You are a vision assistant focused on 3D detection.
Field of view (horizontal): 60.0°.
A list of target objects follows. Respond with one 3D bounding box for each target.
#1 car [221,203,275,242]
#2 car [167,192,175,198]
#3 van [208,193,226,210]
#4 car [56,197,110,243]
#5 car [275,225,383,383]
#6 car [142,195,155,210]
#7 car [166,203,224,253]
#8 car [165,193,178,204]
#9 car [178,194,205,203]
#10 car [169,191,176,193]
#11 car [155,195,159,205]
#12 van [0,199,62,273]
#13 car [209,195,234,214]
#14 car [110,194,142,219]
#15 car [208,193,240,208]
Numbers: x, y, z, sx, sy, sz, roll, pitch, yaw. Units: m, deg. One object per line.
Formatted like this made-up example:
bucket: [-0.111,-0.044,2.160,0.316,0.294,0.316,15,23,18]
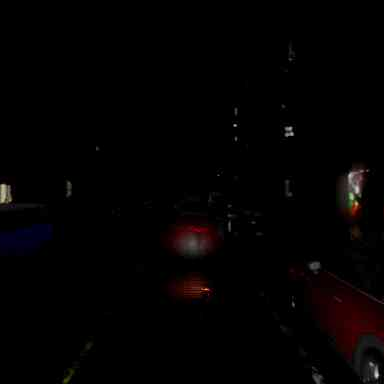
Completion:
car: [2.705,1.419,15.478,2.008,1.369,4.403,1,0,0]
car: [-5.669,0.759,91.564,1.887,1.381,4.507,1,0,0]
van: [2.711,1.024,37.105,1.690,1.788,3.998,1,0,0]
car: [-5.670,1.183,15.484,2.192,1.841,5.009,1,0,0]
car: [2.706,1.400,4.664,1.967,1.590,4.097,1,0,0]
car: [-5.671,1.123,37.114,1.967,1.590,4.097,1,0,0]
car: [0.048,1.394,13.131,1.837,1.490,4.892,0,1,1]
car: [-3.036,1.161,51.525,1.895,1.301,4.718,0,0,1]
car: [0.057,1.227,29.362,1.882,1.535,5.008,0,1,0]
car: [-5.745,0.808,85.883,1.887,1.381,4.507,1,0,0]
car: [-5.673,1.141,47.928,2.008,1.369,4.403,1,0,0]
van: [-5.671,1.255,10.078,1.690,1.788,3.998,1,0,0]
car: [2.708,1.170,31.698,1.967,1.590,4.097,1,0,0]
car: [-5.669,1.091,26.298,2.192,1.841,5.009,1,0,0]
car: [2.710,1.091,26.290,2.192,1.841,5.009,1,0,0]
